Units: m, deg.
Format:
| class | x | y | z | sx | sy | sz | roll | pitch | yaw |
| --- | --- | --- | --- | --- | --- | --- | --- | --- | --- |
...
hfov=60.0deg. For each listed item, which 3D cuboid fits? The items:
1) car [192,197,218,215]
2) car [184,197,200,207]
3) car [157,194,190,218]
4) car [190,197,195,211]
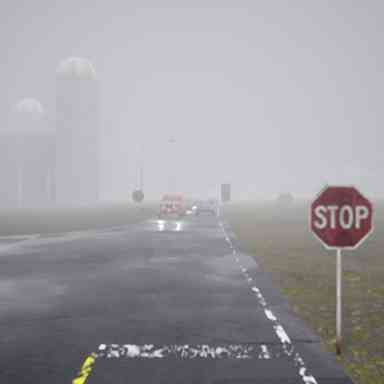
| class | x | y | z | sx | sy | sz | roll | pitch | yaw |
| --- | --- | --- | --- | --- | --- | --- | --- | --- | --- |
| car | 1.436 | 1.525 | 34.270 | 2.033 | 1.411 | 5.357 | 0 | 0 | 4 |
| car | -0.013 | 1.518 | 50.921 | 1.994 | 1.385 | 4.181 | 0 | 0 | 6 |
| car | -1.758 | 1.206 | 30.643 | 2.150 | 2.045 | 5.566 | 0 | 0 | 4 |
| car | -1.014 | 1.534 | 40.433 | 1.994 | 1.385 | 4.181 | 0 | 0 | 5 |
